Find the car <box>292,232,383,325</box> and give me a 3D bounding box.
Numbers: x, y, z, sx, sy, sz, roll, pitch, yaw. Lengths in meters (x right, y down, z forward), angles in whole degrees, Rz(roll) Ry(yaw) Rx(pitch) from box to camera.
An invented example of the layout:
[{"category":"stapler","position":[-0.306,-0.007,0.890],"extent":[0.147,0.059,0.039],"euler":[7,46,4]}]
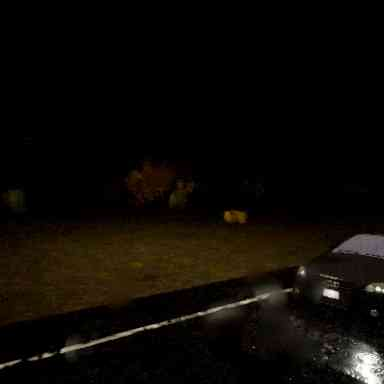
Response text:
[{"category":"car","position":[4.005,1.565,6.893],"extent":[4.181,1.385,1.994],"euler":[0,0,-36]}]
